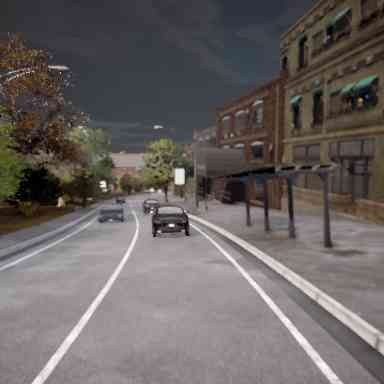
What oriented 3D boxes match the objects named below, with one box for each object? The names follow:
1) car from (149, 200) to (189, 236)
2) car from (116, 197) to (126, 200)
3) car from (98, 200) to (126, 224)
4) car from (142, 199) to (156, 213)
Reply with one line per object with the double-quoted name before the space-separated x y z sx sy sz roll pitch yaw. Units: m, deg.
"car" -1.288 1.453 18.403 1.882 1.535 5.008 -1 0 -7
"car" -14.014 1.660 65.895 2.033 1.411 5.357 -1 0 -11
"car" -6.189 1.596 26.007 2.033 1.411 5.357 -1 0 -10
"car" -4.447 1.512 36.365 1.812 1.442 4.674 -1 0 -11
